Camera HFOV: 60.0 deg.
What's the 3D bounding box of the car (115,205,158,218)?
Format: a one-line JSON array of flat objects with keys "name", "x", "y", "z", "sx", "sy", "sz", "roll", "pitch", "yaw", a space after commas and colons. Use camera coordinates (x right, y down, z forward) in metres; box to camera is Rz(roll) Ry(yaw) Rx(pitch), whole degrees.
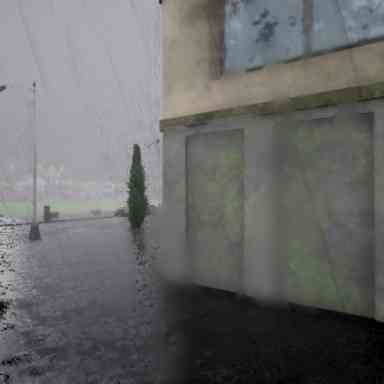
[{"name": "car", "x": -5.080, "y": 1.680, "z": 30.948, "sx": 1.994, "sy": 1.385, "sz": 4.181, "roll": 0, "pitch": 0, "yaw": 36}]
